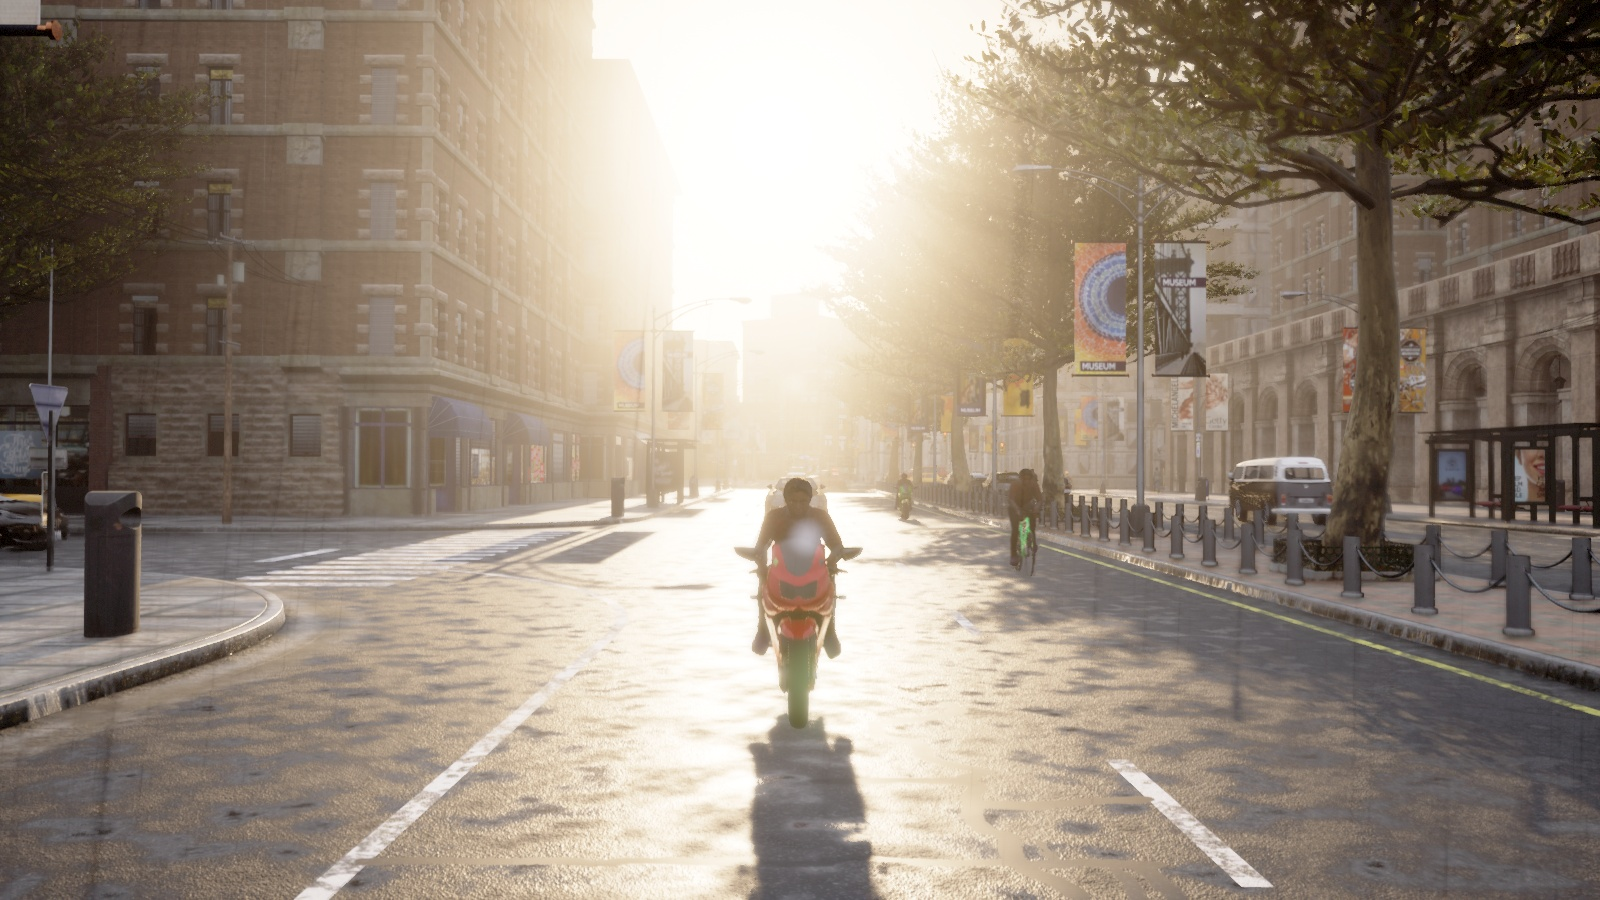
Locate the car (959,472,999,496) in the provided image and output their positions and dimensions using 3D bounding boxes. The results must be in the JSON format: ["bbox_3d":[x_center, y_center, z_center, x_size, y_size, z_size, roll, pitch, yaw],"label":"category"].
[{"bbox_3d":[11.291,2.114,79.474,1.837,1.490,4.892,0,-1,0],"label":"car"}]

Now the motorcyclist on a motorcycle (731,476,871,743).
[{"bbox_3d":[-0.007,0.936,8.235,0.797,1.523,2.044,0,-1,-1],"label":"motorcyclist on a motorcycle"}]

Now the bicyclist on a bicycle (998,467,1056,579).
[{"bbox_3d":[3.449,1.077,19.195,0.582,1.620,1.656,0,-1,0],"label":"bicyclist on a bicycle"}]

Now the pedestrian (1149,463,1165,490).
[{"bbox_3d":[24.782,1.842,87.211,0.874,1.855,0.900,0,-1,0],"label":"pedestrian"}]

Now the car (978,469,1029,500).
[{"bbox_3d":[11.311,1.881,70.087,2.033,1.649,4.856,0,-1,0],"label":"car"}]

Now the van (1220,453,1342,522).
[{"bbox_3d":[14.896,1.139,39.169,2.069,2.038,4.480,0,-1,0],"label":"van"}]

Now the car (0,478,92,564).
[{"bbox_3d":[-15.879,1.262,22.805,4.792,1.488,2.163,0,-1,-1],"label":"car"}]

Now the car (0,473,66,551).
[{"bbox_3d":[-18.555,1.270,26.227,5.366,1.575,1.801,0,-1,-1],"label":"car"}]

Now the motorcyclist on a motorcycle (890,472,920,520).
[{"bbox_3d":[3.393,1.468,40.646,0.797,1.523,2.044,0,-1,0],"label":"motorcyclist on a motorcycle"}]

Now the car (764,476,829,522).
[{"bbox_3d":[-0.109,1.568,40.900,1.994,1.385,4.181,0,-1,0],"label":"car"}]
